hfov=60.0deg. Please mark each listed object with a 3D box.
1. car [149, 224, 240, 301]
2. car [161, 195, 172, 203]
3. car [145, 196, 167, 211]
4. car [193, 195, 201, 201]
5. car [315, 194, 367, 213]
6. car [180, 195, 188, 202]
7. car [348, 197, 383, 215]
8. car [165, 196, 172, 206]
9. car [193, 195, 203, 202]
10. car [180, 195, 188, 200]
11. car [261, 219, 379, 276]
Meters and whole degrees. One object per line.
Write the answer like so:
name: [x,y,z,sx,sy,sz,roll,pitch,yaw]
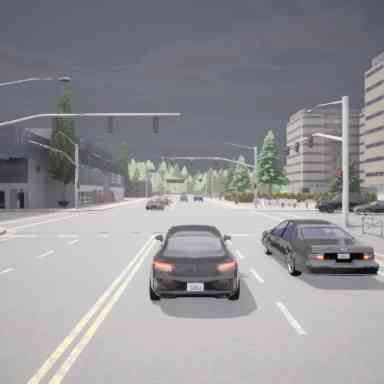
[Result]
car: [0.037,1.526,8.224,1.812,1.442,4.674,0,0,-1]
car: [-5.159,1.477,67.906,1.882,1.535,5.008,0,0,-1]
car: [-4.490,1.564,40.510,1.994,1.385,4.181,0,0,-2]
car: [1.318,1.500,88.851,1.837,1.490,4.892,0,0,-1]
car: [16.291,1.222,36.005,5.566,2.045,2.150,0,0,-2]
car: [-1.908,1.533,78.143,2.033,1.411,5.357,0,0,-1]
car: [18.226,1.526,32.537,4.674,1.442,1.812,0,0,-2]
car: [-4.903,1.564,55.139,1.994,1.385,4.181,0,0,-1]
car: [1.579,1.478,78.713,1.882,1.535,5.008,0,0,-1]
car: [-2.181,1.467,88.779,1.994,1.385,4.181,0,0,-1]
car: [3.534,1.547,10.280,2.033,1.411,5.357,0,0,0]
